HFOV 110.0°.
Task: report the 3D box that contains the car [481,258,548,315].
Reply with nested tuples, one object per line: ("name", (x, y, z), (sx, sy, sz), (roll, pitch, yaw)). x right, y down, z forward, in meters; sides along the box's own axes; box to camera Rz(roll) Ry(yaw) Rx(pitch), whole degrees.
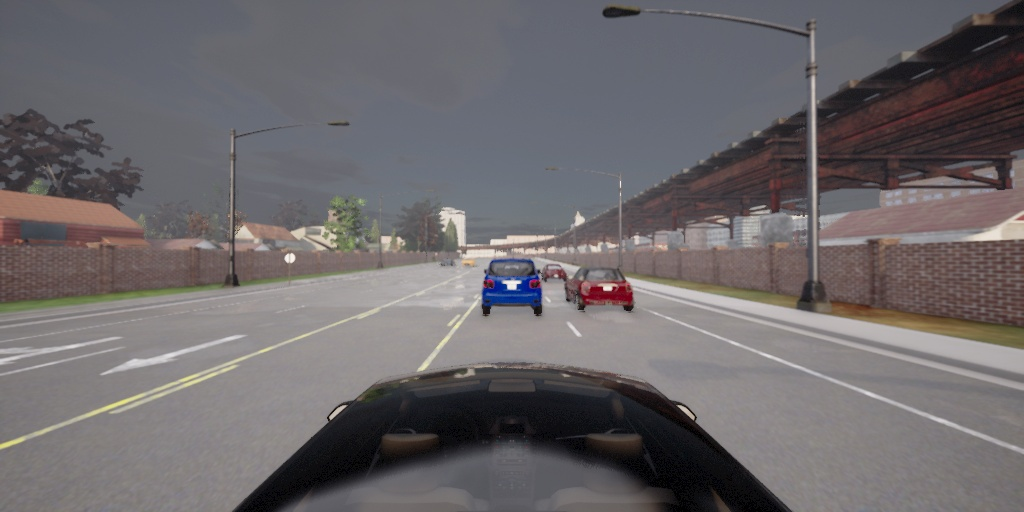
("car", (0.009, 1.095, 14.406), (2.150, 2.045, 5.566), (0, 0, 0))

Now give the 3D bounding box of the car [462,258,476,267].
("car", (-7.079, 1.043, 59.048), (1.882, 1.535, 5.008), (0, 1, 0))

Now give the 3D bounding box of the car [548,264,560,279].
("car", (3.516, 1.393, 30.682), (1.812, 1.442, 4.674), (0, 1, 0))

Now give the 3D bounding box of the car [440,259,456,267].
("car", (-10.580, 1.125, 59.432), (1.994, 1.385, 4.181), (0, 1, 0))

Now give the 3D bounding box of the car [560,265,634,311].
("car", (3.517, 1.225, 15.246), (2.097, 1.767, 4.553), (0, 0, 0))
